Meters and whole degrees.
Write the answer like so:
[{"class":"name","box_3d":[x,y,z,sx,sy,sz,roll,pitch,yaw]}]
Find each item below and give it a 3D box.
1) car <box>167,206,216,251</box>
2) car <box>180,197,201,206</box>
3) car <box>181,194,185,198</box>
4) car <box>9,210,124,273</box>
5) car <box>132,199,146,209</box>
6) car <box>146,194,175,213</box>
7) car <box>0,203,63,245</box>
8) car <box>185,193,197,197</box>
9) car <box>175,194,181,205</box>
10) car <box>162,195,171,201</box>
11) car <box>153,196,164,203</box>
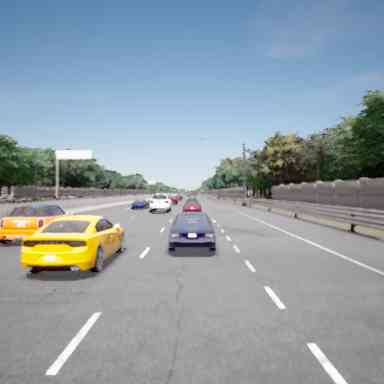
[{"class":"car","box_3d":[0.010,1.548,14.016,2.033,1.411,5.357,0,0,0]},{"class":"car","box_3d":[0.025,1.570,35.256,1.994,1.385,4.181,0,0,0]},{"class":"car","box_3d":[-3.436,1.519,88.032,1.882,1.535,5.008,0,0,0]},{"class":"car","box_3d":[-3.493,1.479,10.664,1.882,1.535,5.008,0,0,0]},{"class":"car","box_3d":[-6.967,1.575,45.505,1.994,1.385,4.181,0,0,0]},{"class":"car","box_3d":[-3.472,1.230,37.900,2.150,2.045,5.566,0,0,0]},{"class":"car","box_3d":[-6.988,1.353,15.722,2.097,1.767,4.553,0,0,0]},{"class":"car","box_3d":[0.047,1.513,64.158,2.128,1.511,4.902,0,0,0]},{"class":"car","box_3d":[-3.456,1.497,59.941,1.882,1.535,5.008,0,0,0]},{"class":"car","box_3d":[-6.935,1.522,90.611,1.882,1.535,5.008,0,0,0]},{"class":"car","box_3d":[-6.950,1.551,69.302,1.812,1.442,4.674,0,0,0]}]
